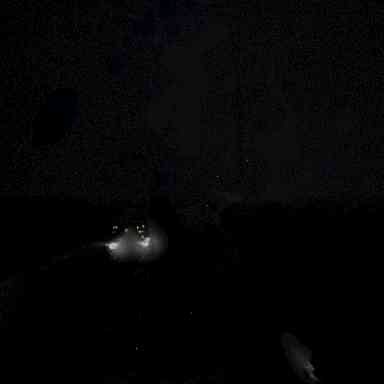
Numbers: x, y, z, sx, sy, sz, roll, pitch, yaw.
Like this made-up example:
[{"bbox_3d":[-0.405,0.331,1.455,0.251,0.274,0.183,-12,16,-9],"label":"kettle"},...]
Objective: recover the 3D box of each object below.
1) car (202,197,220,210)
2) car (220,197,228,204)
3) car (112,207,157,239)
[{"bbox_3d":[2.434,1.688,46.580,1.837,1.490,4.892,-1,0,8],"label":"car"},{"bbox_3d":[5.974,1.763,66.774,2.033,1.411,5.357,-1,0,13],"label":"car"},{"bbox_3d":[-3.087,1.657,18.542,1.837,1.490,4.892,-1,0,2],"label":"car"}]
